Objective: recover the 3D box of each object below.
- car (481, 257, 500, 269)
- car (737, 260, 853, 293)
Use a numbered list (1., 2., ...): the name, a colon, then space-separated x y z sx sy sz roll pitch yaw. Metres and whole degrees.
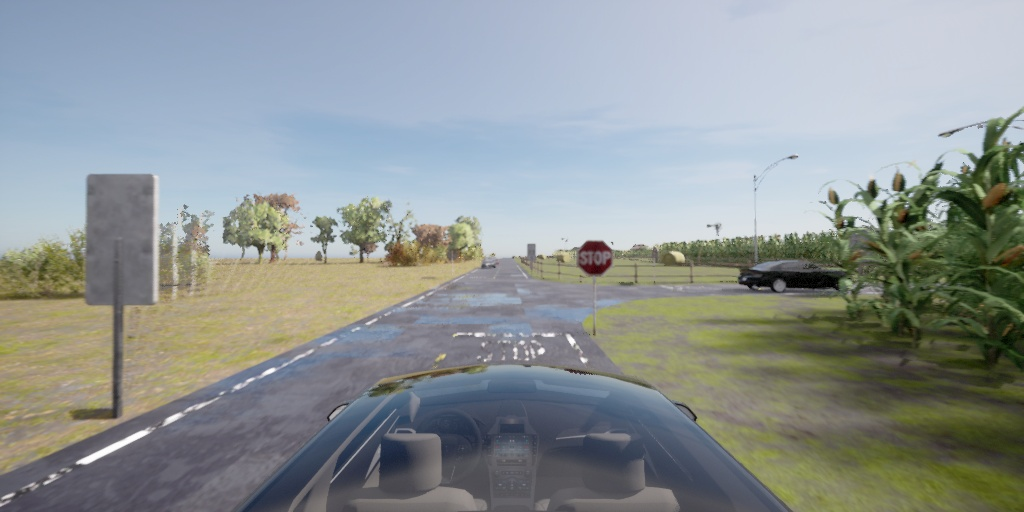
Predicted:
1. car: -3.151 0.969 48.942 2.128 1.511 4.902 0 0 0
2. car: 13.951 0.958 17.767 5.008 1.535 1.882 -1 -1 -1
